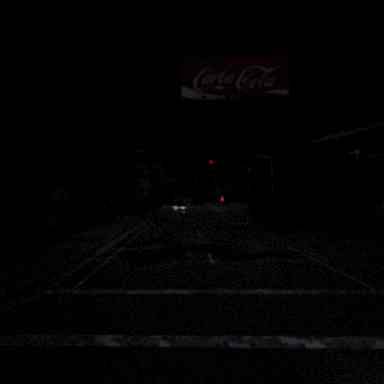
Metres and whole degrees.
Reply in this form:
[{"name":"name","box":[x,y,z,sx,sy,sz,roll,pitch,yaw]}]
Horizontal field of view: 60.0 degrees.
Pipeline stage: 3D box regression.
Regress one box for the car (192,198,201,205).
[{"name":"car","box":[0.963,2.163,75.713,1.812,1.442,4.674,0,-1,-1]}]

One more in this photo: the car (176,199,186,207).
[{"name":"car","box":[-2.390,2.254,69.205,1.812,1.442,4.674,0,-1,-1]}]

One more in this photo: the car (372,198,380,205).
[{"name":"car","box":[42.106,2.081,77.846,1.932,1.855,4.605,0,-1,-2]}]
